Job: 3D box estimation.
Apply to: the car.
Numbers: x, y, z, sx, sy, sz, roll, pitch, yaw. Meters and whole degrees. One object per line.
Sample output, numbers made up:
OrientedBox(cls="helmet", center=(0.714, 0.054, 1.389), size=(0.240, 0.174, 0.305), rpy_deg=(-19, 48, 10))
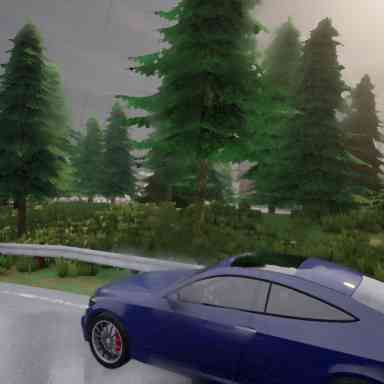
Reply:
OrientedBox(cls="car", center=(0.726, 1.500, 4.117), size=(4.674, 1.442, 1.812), rpy_deg=(1, 1, 31))
